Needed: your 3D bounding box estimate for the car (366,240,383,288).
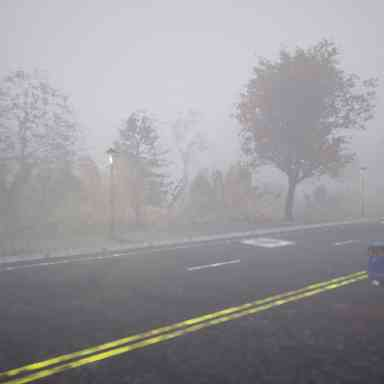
[{"bbox_3d":[6.081,1.415,7.804,5.008,1.535,1.882,-1,0,-35],"label":"car"}]
